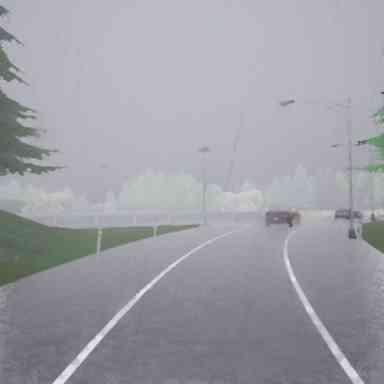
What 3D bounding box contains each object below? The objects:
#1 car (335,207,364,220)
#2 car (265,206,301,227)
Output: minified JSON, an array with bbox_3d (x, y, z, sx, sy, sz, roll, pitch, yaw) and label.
[{"bbox_3d":[19.183,2.632,40.495,4.902,1.511,2.128,2,-4,-42],"label":"car"},{"bbox_3d":[6.978,1.805,25.240,1.882,1.535,5.008,-2,-3,27],"label":"car"}]
